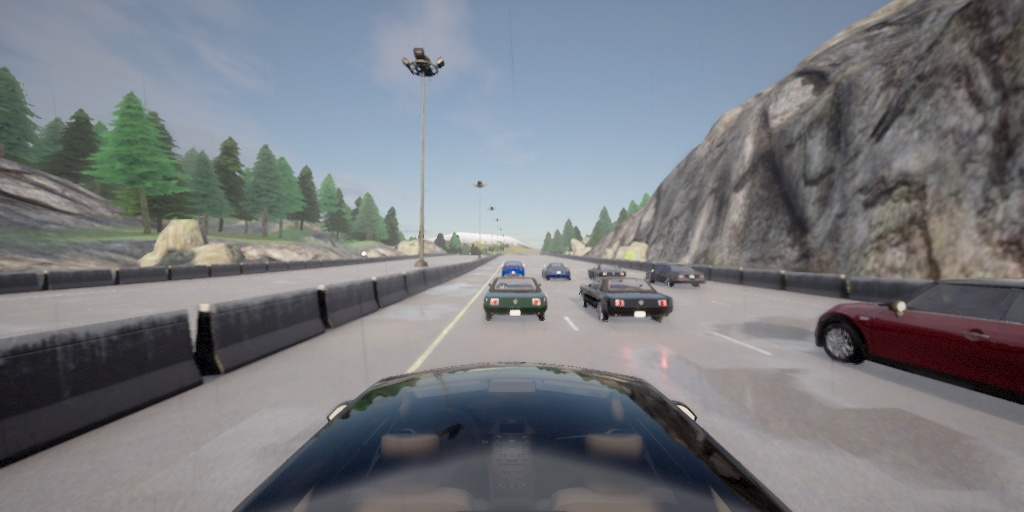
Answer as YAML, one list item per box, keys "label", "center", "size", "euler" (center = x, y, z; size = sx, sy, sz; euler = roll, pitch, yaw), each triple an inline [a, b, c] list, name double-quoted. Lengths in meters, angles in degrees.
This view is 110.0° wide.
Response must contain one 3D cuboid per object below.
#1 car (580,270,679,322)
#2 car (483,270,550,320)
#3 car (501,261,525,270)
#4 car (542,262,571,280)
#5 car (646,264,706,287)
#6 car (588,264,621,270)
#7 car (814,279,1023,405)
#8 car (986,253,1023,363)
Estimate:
- label: "car"
  center: [3.600, 1.347, 12.290]
  size: [1.895, 1.301, 4.718]
  euler: [0, 0, 0]
- label: "car"
  center: [0.100, 1.346, 12.545]
  size: [1.895, 1.301, 4.718]
  euler: [0, 0, 0]
- label: "car"
  center: [0.100, 1.121, 30.770]
  size: [1.882, 1.535, 5.008]
  euler: [0, 0, 0]
- label: "car"
  center: [3.600, 1.217, 29.636]
  size: [1.994, 1.385, 4.181]
  euler: [0, 0, 0]
- label: "car"
  center: [10.600, 1.246, 23.607]
  size: [2.033, 1.411, 5.357]
  euler: [0, 0, 0]
- label: "car"
  center: [7.100, 1.272, 27.374]
  size: [1.895, 1.301, 4.718]
  euler: [0, 0, 0]
- label: "car"
  center: [7.100, 1.104, 5.270]
  size: [2.097, 1.767, 4.553]
  euler: [0, 0, 0]
- label: "car"
  center: [10.600, 0.973, 4.415]
  size: [2.150, 2.045, 5.566]
  euler: [0, 0, 0]
